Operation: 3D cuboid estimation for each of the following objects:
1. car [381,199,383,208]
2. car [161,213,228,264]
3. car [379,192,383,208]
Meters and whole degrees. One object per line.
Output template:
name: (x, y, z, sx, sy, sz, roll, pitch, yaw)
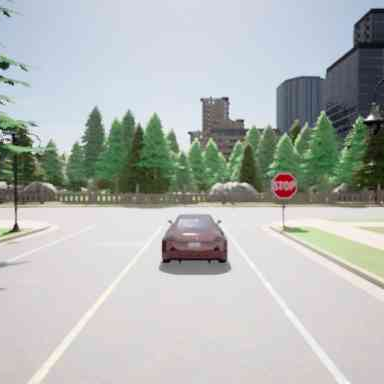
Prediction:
car: (21.565, 1.062, 32.810, 5.008, 1.535, 1.882, 0, 1, -2)
car: (0.087, 1.406, 11.210, 1.994, 1.385, 4.181, 0, 1, 0)
car: (23.266, 0.888, 36.367, 4.553, 1.767, 2.097, 0, 1, -2)
